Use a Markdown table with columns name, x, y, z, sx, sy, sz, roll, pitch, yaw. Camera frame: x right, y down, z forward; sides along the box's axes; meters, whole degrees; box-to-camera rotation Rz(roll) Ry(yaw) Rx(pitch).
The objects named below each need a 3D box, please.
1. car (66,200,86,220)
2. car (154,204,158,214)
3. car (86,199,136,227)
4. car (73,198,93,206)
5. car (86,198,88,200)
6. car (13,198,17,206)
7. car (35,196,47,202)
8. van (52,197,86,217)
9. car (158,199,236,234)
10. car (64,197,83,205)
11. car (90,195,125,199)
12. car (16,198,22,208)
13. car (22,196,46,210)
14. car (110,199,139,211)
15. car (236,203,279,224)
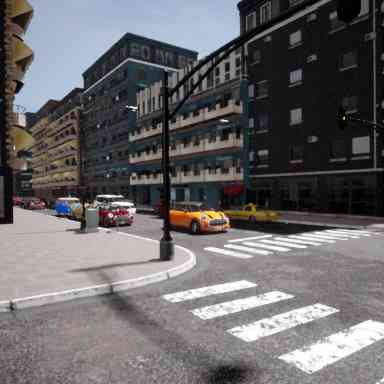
| name | x | y | z | sx | sy | sz | roll | pitch | yaw |
| --- | --- | --- | --- | --- | --- | --- | --- | --- | --- |
| car | -8.927 | 1.652 | 28.324 | 1.752 | 1.417 | 4.829 | -1 | 1 | -36 |
| car | -2.210 | 1.441 | 33.333 | 1.967 | 1.590 | 4.097 | -1 | 1 | -36 |
| car | -5.810 | 1.553 | 23.960 | 1.967 | 1.590 | 4.097 | -1 | 1 | -36 |
| car | -18.299 | 1.643 | 55.846 | 1.947 | 1.339 | 4.313 | -1 | 1 | -36 |
| car | -15.083 | 1.502 | 51.343 | 1.967 | 1.590 | 4.097 | -1 | 1 | -36 |
| car | -31.553 | 1.782 | 59.979 | 1.887 | 1.381 | 4.507 | -1 | 1 | -36 |
| car | -37.608 | 1.728 | 82.861 | 1.887 | 1.381 | 4.507 | -1 | 1 | -36 |
| van | -12.247 | 1.483 | 32.963 | 1.690 | 1.788 | 3.998 | -1 | 1 | -36 |
| car | 0.180 | 1.409 | 20.038 | 2.097 | 1.767 | 4.553 | -1 | 0 | -36 |
| car | -21.518 | 1.645 | 60.349 | 2.008 | 1.369 | 4.403 | -1 | 1 | -36 |
| car | -7.168 | 1.311 | 30.309 | 2.150 | 2.045 | 5.566 | -1 | 0 | -36 |
| car | -25.116 | 1.770 | 50.974 | 1.947 | 1.339 | 4.313 | -1 | 1 | -36 |
| car | -21.900 | 1.628 | 46.471 | 1.967 | 1.590 | 4.097 | -1 | 1 | -36 |
| car | -8.645 | 1.581 | 42.339 | 2.008 | 1.369 | 4.403 | -1 | 1 | -36 |
| car | 4.128 | 1.498 | 24.468 | 1.752 | 1.417 | 4.829 | -1 | 1 | -36 |
